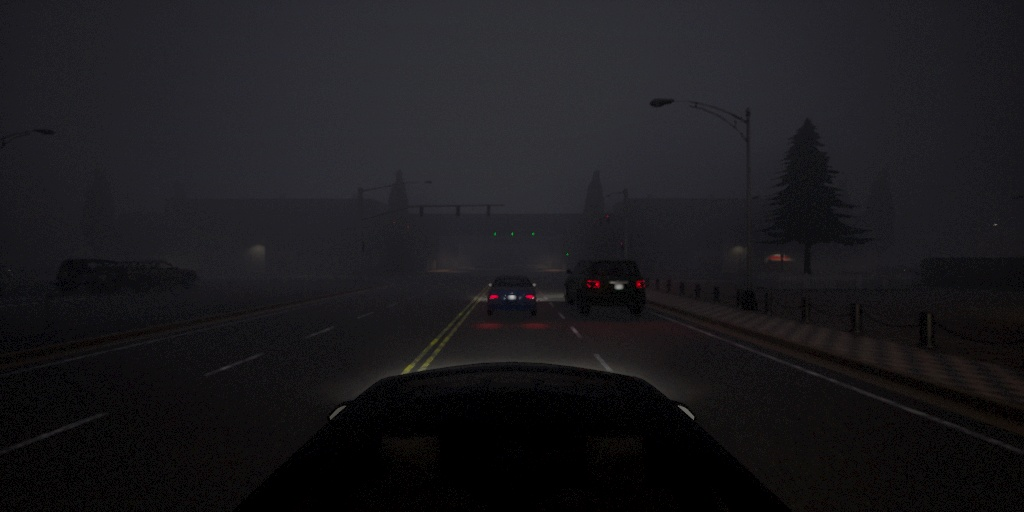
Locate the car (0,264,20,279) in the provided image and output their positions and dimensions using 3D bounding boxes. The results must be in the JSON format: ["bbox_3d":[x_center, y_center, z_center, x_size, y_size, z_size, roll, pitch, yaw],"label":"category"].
[{"bbox_3d":[-53.486,1.479,36.143,4.553,1.767,2.097,0,-1,2],"label":"car"}]

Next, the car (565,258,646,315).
[{"bbox_3d":[3.508,1.114,14.409,2.150,2.045,5.566,0,0,0],"label":"car"}]

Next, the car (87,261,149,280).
[{"bbox_3d":[-47.155,1.710,42.999,4.892,1.490,1.837,1,-1,2],"label":"car"}]

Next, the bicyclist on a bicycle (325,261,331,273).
[{"bbox_3d":[-25.766,1.584,50.245,0.582,1.620,1.656,0,0,2],"label":"bicyclist on a bicycle"}]

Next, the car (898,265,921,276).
[{"bbox_3d":[49.172,1.792,42.223,4.718,1.301,1.895,0,-1,1],"label":"car"}]

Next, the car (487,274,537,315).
[{"bbox_3d":[0.008,1.436,14.341,2.033,1.411,5.357,0,-1,0],"label":"car"}]
